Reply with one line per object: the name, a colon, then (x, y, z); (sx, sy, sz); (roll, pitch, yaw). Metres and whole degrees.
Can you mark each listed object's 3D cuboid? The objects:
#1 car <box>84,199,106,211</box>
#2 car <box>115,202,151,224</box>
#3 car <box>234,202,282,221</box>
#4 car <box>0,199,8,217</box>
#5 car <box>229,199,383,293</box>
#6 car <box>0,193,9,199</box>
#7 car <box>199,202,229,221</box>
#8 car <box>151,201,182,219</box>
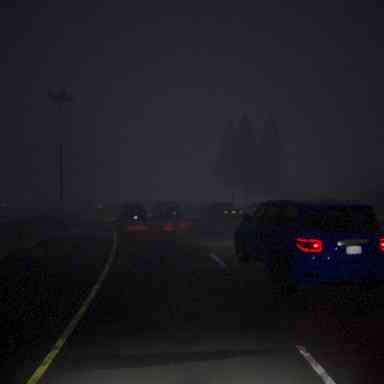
car: (-11.930, 1.536, 40.951); (1.812, 1.442, 4.674); (0, 0, -28)
car: (-4.651, 1.501, 25.242); (1.837, 1.490, 4.892); (0, 0, -18)
car: (5.454, 1.562, 28.070); (1.895, 1.301, 4.718); (0, 0, -19)
car: (-17.820, 1.586, 29.308); (2.033, 1.411, 5.357); (0, 0, -26)
car: (2.786, 1.205, 9.056); (2.150, 2.045, 5.566); (0, 0, -7)
car: (-37.252, 1.289, 65.145); (2.150, 2.045, 5.566); (0, 0, -29)
car: (2.243, 1.520, 26.864); (2.033, 1.411, 5.357); (0, 0, -19)
car: (-2.253, 1.512, 28.790); (1.812, 1.442, 4.674); (0, 0, -21)
